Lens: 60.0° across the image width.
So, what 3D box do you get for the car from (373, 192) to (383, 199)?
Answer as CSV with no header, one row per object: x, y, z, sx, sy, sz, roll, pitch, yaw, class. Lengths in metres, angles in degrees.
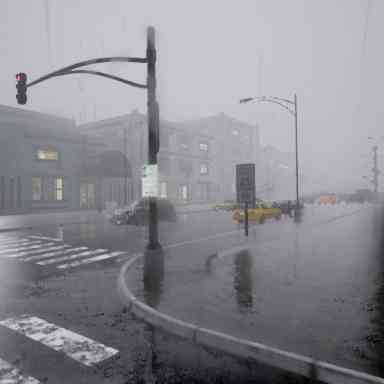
40.088,0.720,70.920,1.947,1.339,4.313,-1,0,36,car

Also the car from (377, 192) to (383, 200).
33.580,0.569,61.967,2.192,1.841,5.009,-1,0,36,car

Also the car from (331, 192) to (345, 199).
33.309,0.743,75.846,1.967,1.590,4.097,-1,0,36,car

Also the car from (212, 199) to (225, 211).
3.941,1.289,35.423,1.752,1.417,4.829,-1,0,36,car

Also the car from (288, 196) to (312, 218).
7.566,1.217,26.158,2.008,1.369,4.403,-1,0,36,car

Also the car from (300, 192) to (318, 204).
16.081,1.123,47.579,1.994,1.385,4.181,-1,0,37,car

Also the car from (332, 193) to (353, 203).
24.494,0.901,53.884,2.128,1.511,4.902,-1,0,36,car

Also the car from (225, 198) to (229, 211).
5.439,1.292,33.079,1.994,1.385,4.181,-1,0,36,car

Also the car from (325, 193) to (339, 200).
30.058,0.935,71.371,1.802,1.307,4.206,-1,0,36,car

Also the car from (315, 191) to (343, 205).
19.248,0.845,46.662,2.097,1.767,4.553,-1,0,35,car

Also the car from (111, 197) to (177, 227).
-3.031,1.215,21.442,2.097,1.767,4.553,-1,0,36,car

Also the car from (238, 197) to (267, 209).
7.294,1.293,40.037,1.802,1.307,4.206,-1,0,36,car

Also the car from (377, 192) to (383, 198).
43.165,0.651,75.143,1.887,1.381,4.507,-1,0,36,car

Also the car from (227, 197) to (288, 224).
4.413,1.242,21.819,1.752,1.417,4.829,-1,0,36,car

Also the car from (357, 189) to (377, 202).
26.971,0.576,52.180,2.150,2.045,5.566,-1,0,36,car

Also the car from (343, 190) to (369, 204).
22.875,0.924,46.468,1.837,1.490,4.892,-1,0,36,car
